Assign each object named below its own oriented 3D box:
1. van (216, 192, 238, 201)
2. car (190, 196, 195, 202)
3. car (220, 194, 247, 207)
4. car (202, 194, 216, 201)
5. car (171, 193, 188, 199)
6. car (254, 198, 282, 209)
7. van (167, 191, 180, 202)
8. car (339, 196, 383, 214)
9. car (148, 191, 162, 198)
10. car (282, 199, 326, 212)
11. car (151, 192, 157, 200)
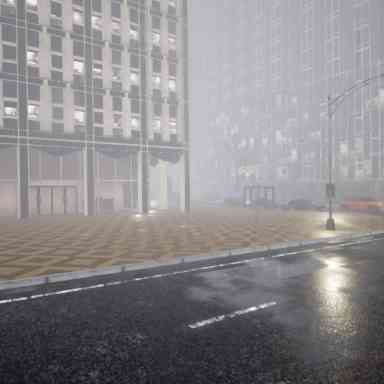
[{"bbox_3d":[6.726,0.854,59.908,1.690,1.788,3.998,-1,1,-34],"label":"van"},{"bbox_3d":[-1.380,1.074,61.652,1.812,1.442,4.674,-1,1,-34],"label":"car"},{"bbox_3d":[6.152,1.318,45.771,1.947,1.339,4.313,-1,1,-34],"label":"car"},{"bbox_3d":[3.528,1.042,64.609,1.802,1.307,4.206,-1,1,-34],"label":"car"},{"bbox_3d":[-2.869,0.935,74.006,1.802,1.307,4.206,0,1,-34],"label":"car"},{"bbox_3d":[9.302,1.387,41.041,1.802,1.307,4.206,-1,1,-34],"label":"car"},{"bbox_3d":[-3.399,0.936,59.892,1.690,1.788,3.998,0,1,-34],"label":"van"},{"bbox_3d":[17.525,1.209,33.793,2.097,1.767,4.553,-1,1,-35],"label":"car"},{"bbox_3d":[-9.267,0.685,83.399,1.967,1.590,4.097,0,1,-34],"label":"car"},{"bbox_3d":[12.486,1.422,36.331,1.947,1.339,4.313,-1,1,-34],"label":"car"},{"bbox_3d":[-9.797,1.038,69.290,2.008,1.369,4.403,0,1,-34],"label":"car"}]
